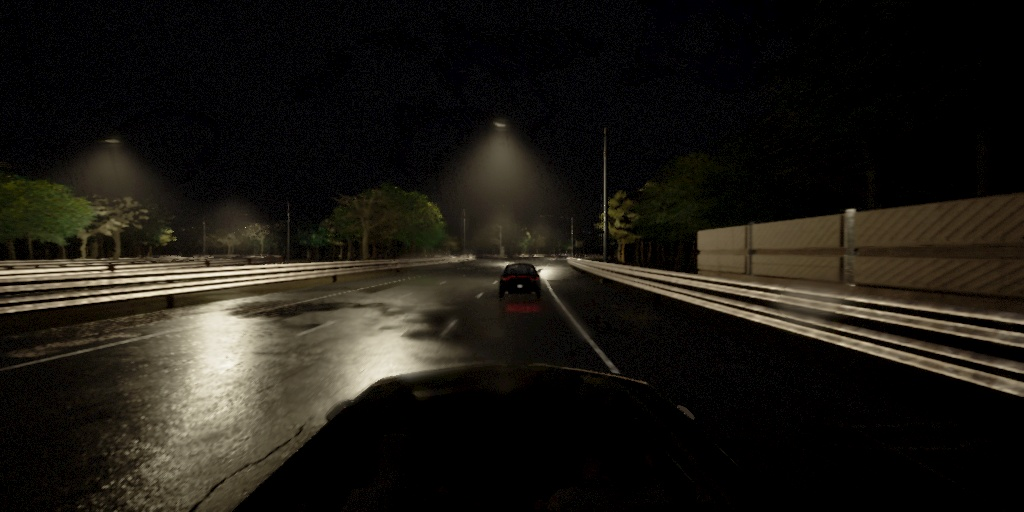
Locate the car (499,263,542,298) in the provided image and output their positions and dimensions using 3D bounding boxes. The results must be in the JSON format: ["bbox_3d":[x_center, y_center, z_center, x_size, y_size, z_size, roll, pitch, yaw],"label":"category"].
[{"bbox_3d":[0.419,1.085,17.553,1.882,1.535,5.008,0,1,2],"label":"car"}]
